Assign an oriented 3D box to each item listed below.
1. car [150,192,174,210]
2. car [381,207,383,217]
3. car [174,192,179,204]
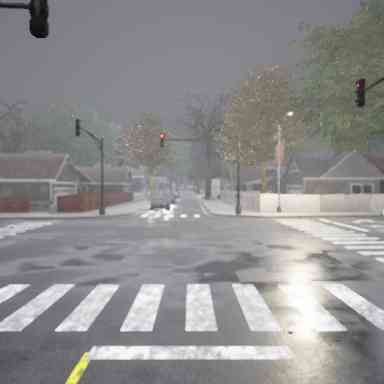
[{"bbox_3d":[-3.215,1.048,34.579,1.837,1.490,4.892,0,1,0],"label":"car"},{"bbox_3d":[14.883,1.093,21.517,4.902,1.511,2.128,0,1,0],"label":"car"},{"bbox_3d":[-3.281,0.882,46.403,2.128,1.511,4.902,0,1,0],"label":"car"}]
